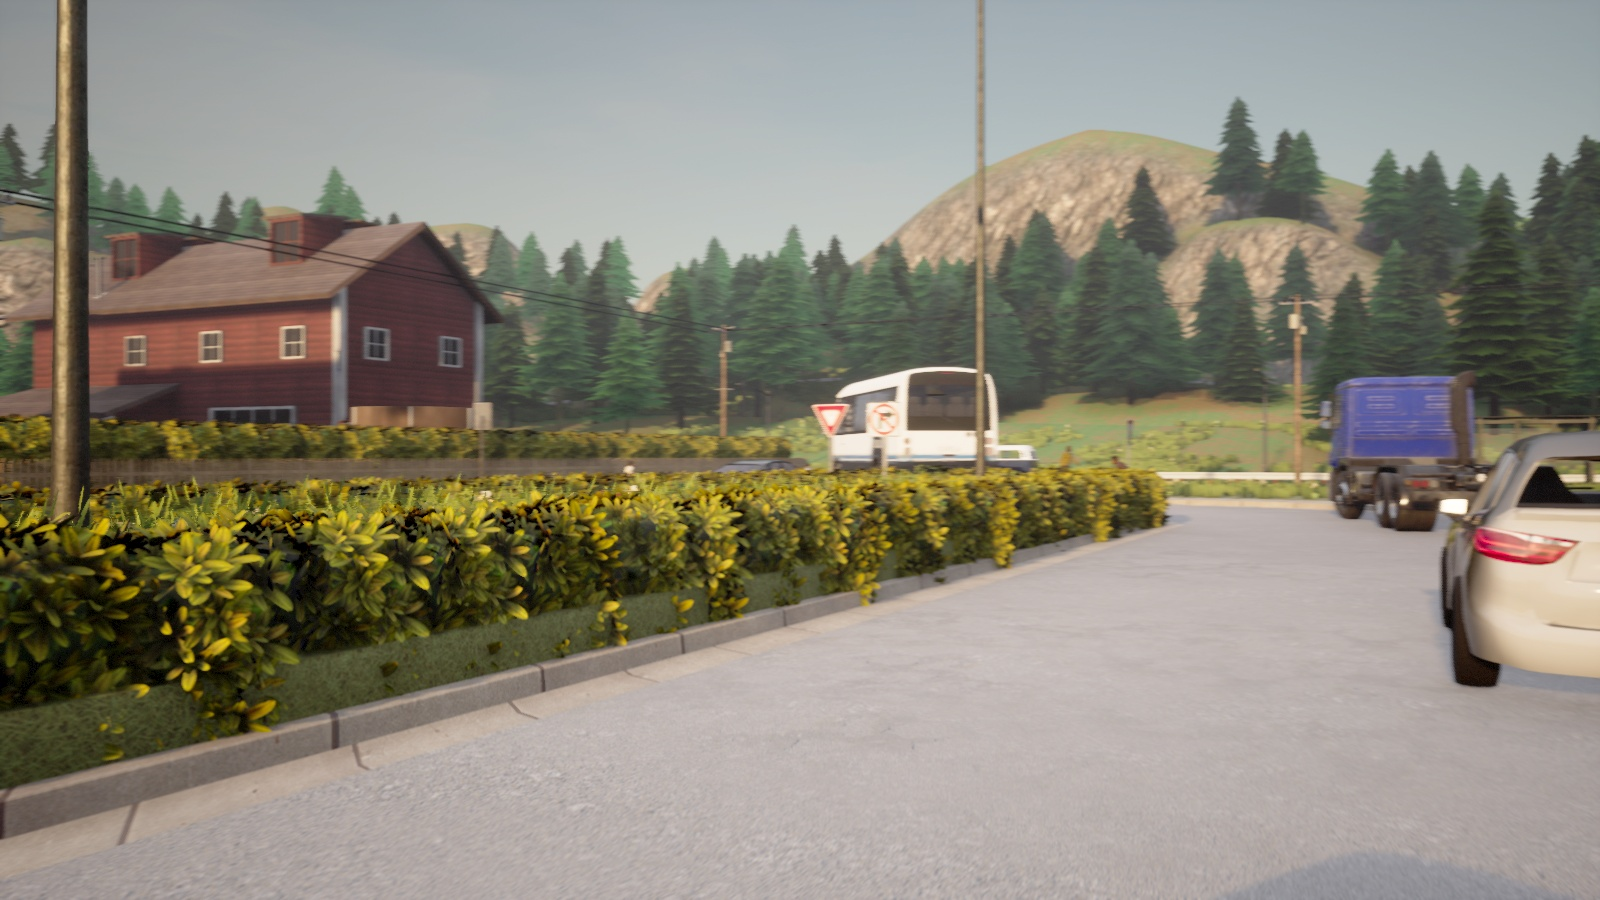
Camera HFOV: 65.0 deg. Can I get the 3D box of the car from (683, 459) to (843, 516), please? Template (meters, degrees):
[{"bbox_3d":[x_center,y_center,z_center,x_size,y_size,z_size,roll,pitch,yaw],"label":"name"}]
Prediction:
[{"bbox_3d":[-0.890,0.967,34.313,2.033,1.411,5.357,0,0,27],"label":"car"}]

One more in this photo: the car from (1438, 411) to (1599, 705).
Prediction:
[{"bbox_3d":[5.890,0.613,9.028,2.242,1.667,4.611,0,0,26],"label":"car"}]

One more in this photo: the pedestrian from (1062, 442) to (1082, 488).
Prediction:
[{"bbox_3d":[11.074,0.614,51.135,0.370,1.835,0.726,0,0,-37],"label":"pedestrian"}]

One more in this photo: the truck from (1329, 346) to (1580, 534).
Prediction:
[{"bbox_3d":[13.818,-0.153,27.314,2.891,3.462,7.936,0,0,13],"label":"truck"}]

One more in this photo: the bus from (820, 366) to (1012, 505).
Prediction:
[{"bbox_3d":[3.688,-0.427,43.800,3.944,4.253,10.273,0,0,-11],"label":"bus"}]

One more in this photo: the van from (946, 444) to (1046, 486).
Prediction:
[{"bbox_3d":[9.697,0.741,62.081,4.480,2.038,2.069,0,0,27],"label":"van"}]
